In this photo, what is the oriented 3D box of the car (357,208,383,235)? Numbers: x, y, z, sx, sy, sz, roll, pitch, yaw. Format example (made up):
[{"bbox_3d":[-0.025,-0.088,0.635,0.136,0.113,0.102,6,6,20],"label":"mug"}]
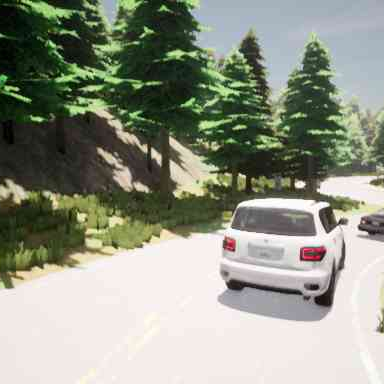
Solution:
[{"bbox_3d":[10.135,1.376,15.830,5.357,1.411,2.033,-1,5,-32],"label":"car"}]

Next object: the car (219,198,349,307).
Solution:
[{"bbox_3d":[2.551,1.180,8.378,2.150,2.045,5.566,3,2,27],"label":"car"}]

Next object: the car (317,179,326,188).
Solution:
[{"bbox_3d":[16.451,-1.233,45.482,2.128,1.511,4.902,1,5,12],"label":"car"}]
